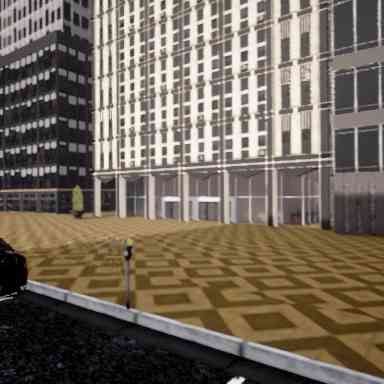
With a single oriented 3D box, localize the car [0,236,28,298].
[{"bbox_3d":[-5.557,1.548,7.395,4.892,1.490,1.837,0,0,35],"label":"car"}]
